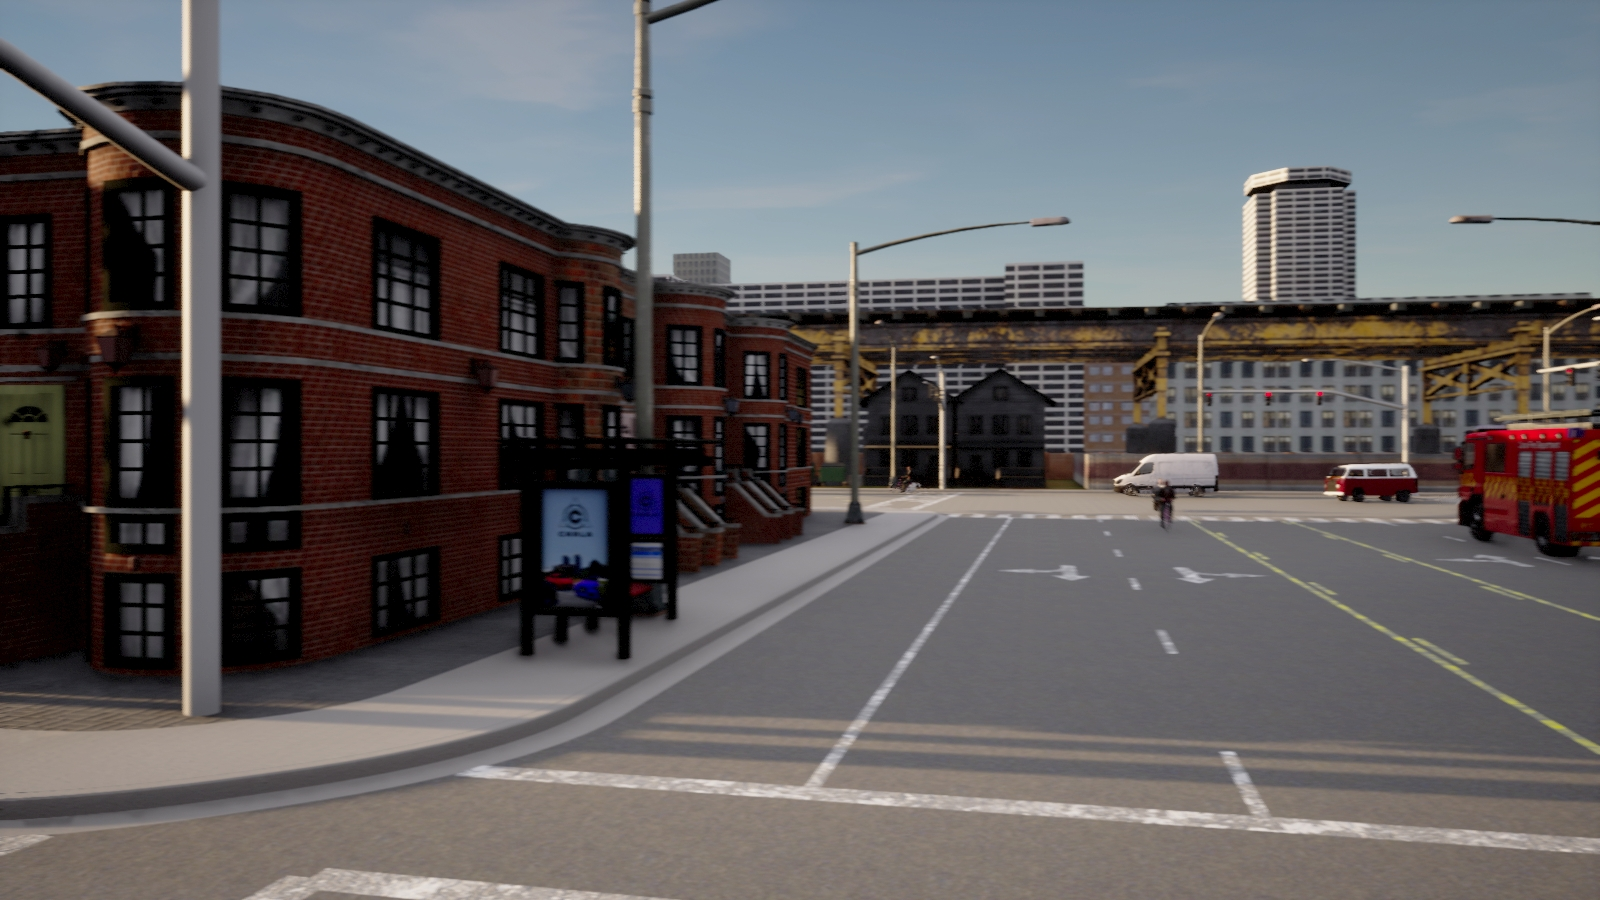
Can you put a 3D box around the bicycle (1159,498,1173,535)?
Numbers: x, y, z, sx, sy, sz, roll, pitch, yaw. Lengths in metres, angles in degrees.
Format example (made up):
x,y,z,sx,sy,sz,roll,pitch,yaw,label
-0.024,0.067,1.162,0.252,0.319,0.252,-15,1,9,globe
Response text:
x,y,z,sx,sy,sz,roll,pitch,yaw,label
12.348,2.220,38.531,0.329,1.126,1.835,1,0,14,bicycle

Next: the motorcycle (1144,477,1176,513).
x,y,z,sx,sy,sz,roll,pitch,yaw,label
16.188,2.016,51.396,0.803,1.505,2.033,1,1,34,motorcycle

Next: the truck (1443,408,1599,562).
x,y,z,sx,sy,sz,roll,pitch,yaw,label
21.246,0.876,32.457,2.891,3.827,8.468,0,0,13,truck

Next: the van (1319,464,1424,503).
x,y,z,sx,sy,sz,roll,pitch,yaw,label
30.082,1.760,60.217,4.480,2.038,2.069,0,-1,-5,van

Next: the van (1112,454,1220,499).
x,y,z,sx,sy,sz,roll,pitch,yaw,label
21.438,1.512,67.194,5.915,2.561,1.988,0,0,13,van
